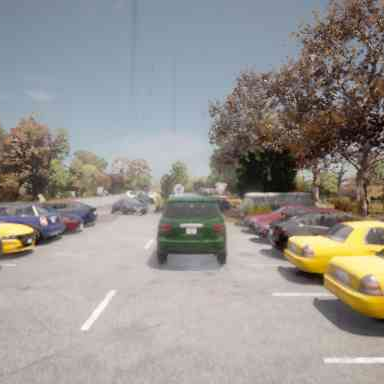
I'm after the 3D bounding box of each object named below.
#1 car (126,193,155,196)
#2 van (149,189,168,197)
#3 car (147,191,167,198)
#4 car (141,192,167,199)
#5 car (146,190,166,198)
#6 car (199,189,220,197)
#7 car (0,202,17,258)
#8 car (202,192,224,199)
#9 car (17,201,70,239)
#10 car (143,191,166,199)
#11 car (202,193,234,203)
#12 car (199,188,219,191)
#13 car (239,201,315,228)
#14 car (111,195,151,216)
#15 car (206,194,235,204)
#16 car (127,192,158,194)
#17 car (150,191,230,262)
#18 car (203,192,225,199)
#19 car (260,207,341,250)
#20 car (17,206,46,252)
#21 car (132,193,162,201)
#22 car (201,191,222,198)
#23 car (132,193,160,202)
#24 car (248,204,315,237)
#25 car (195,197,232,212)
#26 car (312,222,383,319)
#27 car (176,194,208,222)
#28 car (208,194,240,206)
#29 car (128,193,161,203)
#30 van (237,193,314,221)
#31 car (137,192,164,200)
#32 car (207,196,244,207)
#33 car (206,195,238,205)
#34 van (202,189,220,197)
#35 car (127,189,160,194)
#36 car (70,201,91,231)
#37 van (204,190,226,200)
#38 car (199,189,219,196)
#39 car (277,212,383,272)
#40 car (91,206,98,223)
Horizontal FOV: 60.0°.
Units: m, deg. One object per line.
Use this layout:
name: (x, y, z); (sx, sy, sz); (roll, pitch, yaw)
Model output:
car: (-8.395, 1.303, 49.570); (4.792, 1.488, 2.163); (0, 1, 0)
van: (-8.302, 0.270, 82.860); (4.442, 1.987, 1.878); (0, 1, 0)
car: (-8.385, 0.573, 80.088); (4.792, 1.488, 2.163); (0, 1, 0)
car: (-8.216, 0.704, 71.769); (5.366, 1.575, 1.946); (0, 1, 0)
car: (-8.379, 0.468, 77.313); (4.553, 1.767, 2.185); (0, 1, 0)
car: (4.624, 0.150, 88.347); (5.566, 2.045, 2.435); (0, 1, 0)
car: (-8.018, 1.189, 8.606); (5.566, 2.045, 2.435); (0, 1, 0)
car: (4.703, 0.678, 74.506); (4.792, 1.488, 2.163); (0, 1, 0)
car: (-8.019, 1.237, 14.180); (4.553, 1.767, 2.185); (0, 1, 0)
car: (-8.411, 0.648, 74.536); (4.892, 1.521, 2.231); (0, 1, 0)
car: (4.515, 1.056, 57.897); (5.366, 1.575, 1.946); (0, 1, 0)
car: (4.721, 0.664, 63.429); (5.566, 2.045, 2.435); (0, 1, 0)
car: (5.030, 1.348, 17.171); (4.674, 1.452, 2.002); (0, 1, 0)
car: (-5.384, 1.201, 27.994); (1.812, 1.442, 4.674); (3, -2, -31)
car: (4.702, 1.170, 55.129); (4.674, 1.452, 2.002); (0, 1, 0)
car: (-8.365, 1.202, 52.345); (5.008, 1.535, 2.097); (0, 1, 0)
car: (0.022, 1.139, 11.992); (2.150, 2.045, 5.566); (0, 1, 1)
car: (4.707, 0.735, 71.868); (4.792, 1.488, 2.163); (0, 1, 0)
car: (5.060, 1.434, 11.475); (4.792, 1.488, 2.163); (0, 1, 0)
car: (-8.054, 1.406, 11.403); (5.008, 1.535, 2.097); (0, 1, 0)
car: (-8.573, 0.911, 63.445); (5.366, 1.575, 1.946); (0, 1, 0)
car: (4.671, 0.544, 80.043); (5.008, 1.535, 2.097); (0, 1, 0)
car: (-8.377, 0.987, 60.671); (4.892, 1.521, 2.231); (0, 1, 0)
car: (5.032, 1.399, 14.387); (4.674, 1.452, 2.002); (0, 1, 0)
car: (2.305, 1.334, 37.093); (1.882, 1.535, 5.008); (2, -2, -25)
car: (5.221, 1.462, 5.887); (5.366, 1.575, 1.946); (0, 1, 0)
car: (-0.041, 1.068, 24.138); (2.097, 1.767, 4.553); (0, 1, -1)
car: (4.745, 1.145, 49.711); (4.553, 1.767, 2.185); (0, 1, 0)
car: (-8.194, 1.055, 57.896); (5.366, 1.575, 1.946); (0, 1, 0)
van: (4.898, 1.034, 19.839); (4.442, 1.987, 1.878); (-1, 1, 0)
car: (-8.582, 0.767, 69.117); (5.366, 1.575, 1.946); (0, 1, 0)
car: (4.713, 1.342, 46.944); (5.008, 1.535, 2.097); (0, 1, 0)
car: (4.680, 1.232, 52.360); (4.792, 1.488, 2.163); (0, 1, 0)
van: (4.778, 0.271, 82.808); (4.442, 1.987, 1.878); (0, 1, 0)
car: (-8.346, 0.879, 55.114); (5.566, 2.045, 2.435); (0, 1, 0)
car: (-8.023, 1.341, 16.968); (4.792, 1.488, 2.163); (0, 1, 0)
van: (4.800, 0.545, 69.091); (4.442, 1.987, 1.878); (0, 1, 0)
car: (4.620, 0.103, 91.116); (5.566, 2.045, 2.435); (0, 1, 0)
car: (5.219, 1.436, 8.682); (5.366, 1.575, 1.946); (0, 1, 0)
car: (-8.084, 1.289, 19.751); (4.792, 1.488, 2.163); (0, 1, 0)
